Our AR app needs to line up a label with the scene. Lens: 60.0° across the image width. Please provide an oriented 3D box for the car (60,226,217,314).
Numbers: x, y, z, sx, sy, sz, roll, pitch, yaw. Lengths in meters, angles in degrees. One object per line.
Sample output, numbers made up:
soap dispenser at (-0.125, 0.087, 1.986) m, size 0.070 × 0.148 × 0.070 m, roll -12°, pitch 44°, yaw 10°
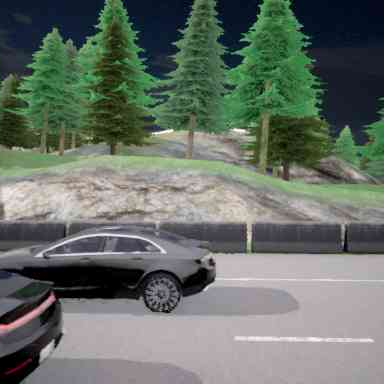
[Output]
car at (-1.923, 1.494, 7.063) m, size 4.902 × 1.511 × 2.128 m, roll 0°, pitch 0°, yaw 2°

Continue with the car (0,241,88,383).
car at (-3.963, 1.486, 3.631) m, size 4.902 × 1.511 × 2.128 m, roll 0°, pitch 0°, yaw 2°
